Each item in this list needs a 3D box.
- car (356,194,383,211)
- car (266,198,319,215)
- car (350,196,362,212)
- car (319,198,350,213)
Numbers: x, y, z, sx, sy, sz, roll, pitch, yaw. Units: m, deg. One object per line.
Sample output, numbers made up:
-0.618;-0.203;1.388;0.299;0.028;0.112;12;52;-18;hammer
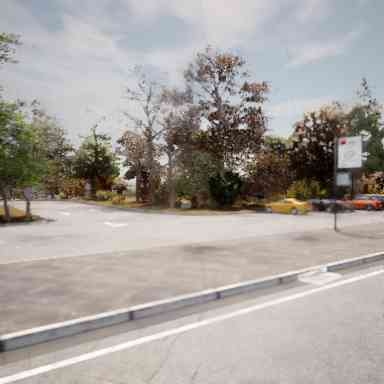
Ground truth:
20.995;1.382;41.456;2.185;1.767;4.553;1;0;-36;car
9.644;1.441;33.391;2.097;1.535;5.008;0;0;-35;car
16.442;1.511;38.248;2.002;1.452;4.674;0;0;-35;car
14.172;1.457;36.632;2.097;1.535;5.008;0;0;-35;car
